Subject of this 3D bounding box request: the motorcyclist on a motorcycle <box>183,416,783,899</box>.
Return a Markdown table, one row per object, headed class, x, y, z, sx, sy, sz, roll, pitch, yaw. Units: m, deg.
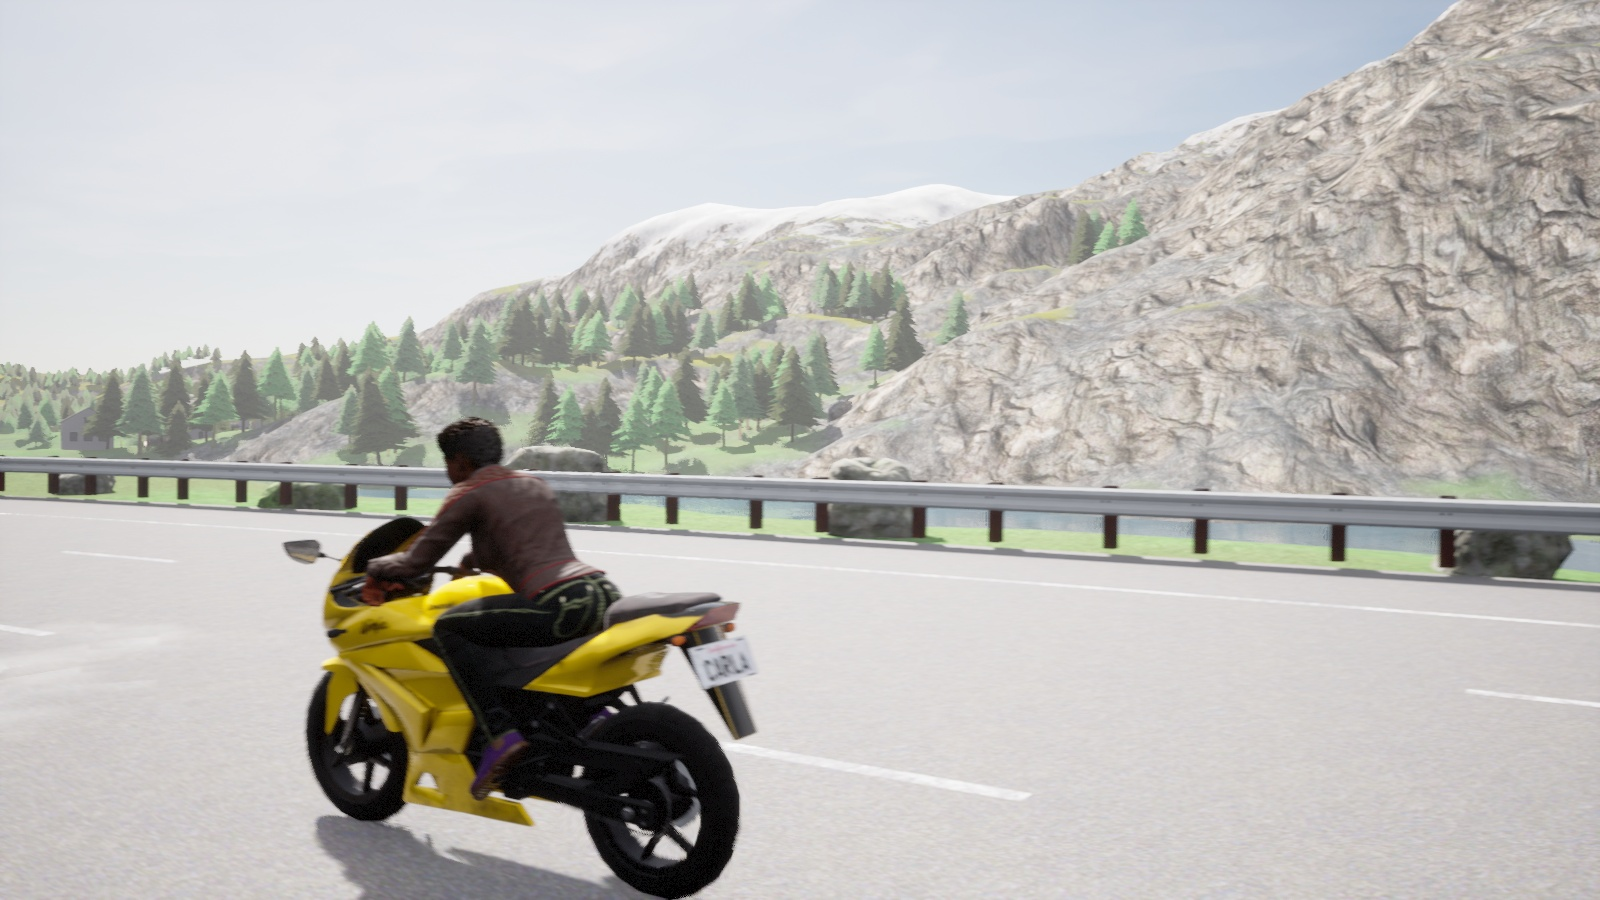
| class | x | y | z | sx | sy | sz | roll | pitch | yaw |
| --- | --- | --- | --- | --- | --- | --- | --- | --- | --- |
| motorcyclist on a motorcycle | -1.149 | 0.664 | 4.382 | 2.044 | 1.523 | 0.797 | 0 | 2 | 32 |
